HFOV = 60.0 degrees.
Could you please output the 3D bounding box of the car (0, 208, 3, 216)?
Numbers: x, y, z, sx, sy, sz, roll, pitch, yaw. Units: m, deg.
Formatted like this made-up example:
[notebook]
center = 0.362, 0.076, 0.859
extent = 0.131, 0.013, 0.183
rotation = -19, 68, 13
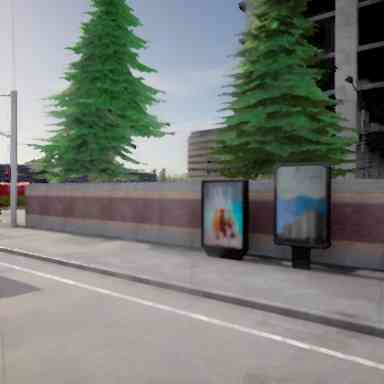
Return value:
[car]
center = -15.351, 1.417, 22.397
extent = 1.895, 1.301, 4.718
rotation = 0, 1, 20
